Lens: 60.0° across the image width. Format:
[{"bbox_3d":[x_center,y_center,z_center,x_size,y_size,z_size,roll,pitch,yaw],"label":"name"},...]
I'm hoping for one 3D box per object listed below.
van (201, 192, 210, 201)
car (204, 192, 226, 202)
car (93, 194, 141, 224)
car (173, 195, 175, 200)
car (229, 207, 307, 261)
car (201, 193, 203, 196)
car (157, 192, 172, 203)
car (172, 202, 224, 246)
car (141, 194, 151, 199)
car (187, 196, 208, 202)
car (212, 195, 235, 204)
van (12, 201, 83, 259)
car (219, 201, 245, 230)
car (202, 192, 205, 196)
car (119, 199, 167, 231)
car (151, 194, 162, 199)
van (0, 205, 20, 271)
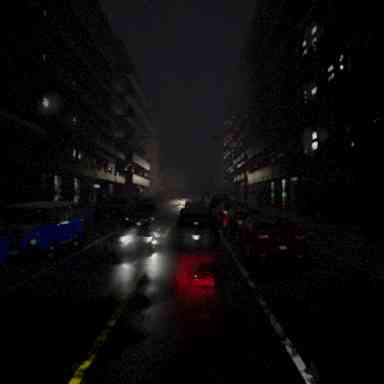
[{"bbox_3d":[2.876,0.918,72.644,1.690,1.788,3.998,1,0,0],"label":"van"},{"bbox_3d":[2.703,1.081,33.924,2.192,1.841,5.009,1,0,0],"label":"car"},{"bbox_3d":[-5.192,1.145,22.959,2.192,1.841,5.009,1,0,0],"label":"car"},{"bbox_3d":[-4.951,1.132,78.267,1.802,1.307,4.206,1,0,0],"label":"car"},{"bbox_3d":[2.632,1.457,11.803,1.887,1.381,4.507,1,0,0],"label":"car"},{"bbox_3d":[2.796,1.228,56.051,1.802,1.307,4.206,1,0,0],"label":"car"},{"bbox_3d":[-5.044,0.954,56.140,2.192,1.841,5.009,1,0,0],"label":"car"},{"bbox_3d":[0.160,1.395,14.618,1.837,1.490,4.892,0,0,0],"label":"car"},{"bbox_3d":[-5.167,1.109,28.488,2.192,1.841,5.009,1,0,0],"label":"car"},{"bbox_3d":[0.250,1.373,32.501,1.895,1.301,4.718,0,0,0],"label":"car"},{"bbox_3d":[2.692,1.277,22.864,1.967,1.590,4.097,1,0,0],"label":"car"},{"bbox_3d":[-5.243,1.246,11.899,1.690,1.788,3.998,2,0,0],"label":"van"},{"bbox_3d":[2.657,1.419,17.333,1.887,1.381,4.507,1,0,0],"label":"car"},{"bbox_3d":[2.749,1.143,44.988,1.967,1.590,4.097,1,0,0],"label":"car"},{"bbox_3d":[-2.754,1.379,19.643,1.812,1.442,4.674,0,0,0],"label":"car"},{"bbox_3d":[-5.124,1.292,39.553,1.947,1.339,4.313,1,0,0],"label":"car"},{"bbox_3d":[-5.267,1.286,6.367,1.690,1.788,3.998,2,0,0],"label":"van"}]
